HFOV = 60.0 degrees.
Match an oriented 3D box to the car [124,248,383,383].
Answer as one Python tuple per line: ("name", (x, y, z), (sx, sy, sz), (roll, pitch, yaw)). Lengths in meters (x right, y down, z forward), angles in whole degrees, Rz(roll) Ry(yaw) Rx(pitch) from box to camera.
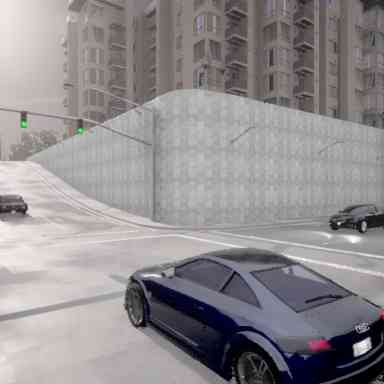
("car", (0.589, 1.565, 5.059), (1.994, 1.385, 4.181), (0, 0, -36))

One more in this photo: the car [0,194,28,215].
("car", (-13.800, 0.832, 25.082), (1.895, 1.301, 4.718), (0, 7, -36))

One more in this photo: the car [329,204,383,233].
("car", (10.101, 1.507, 19.801), (4.892, 1.490, 1.837), (0, 0, -36))
